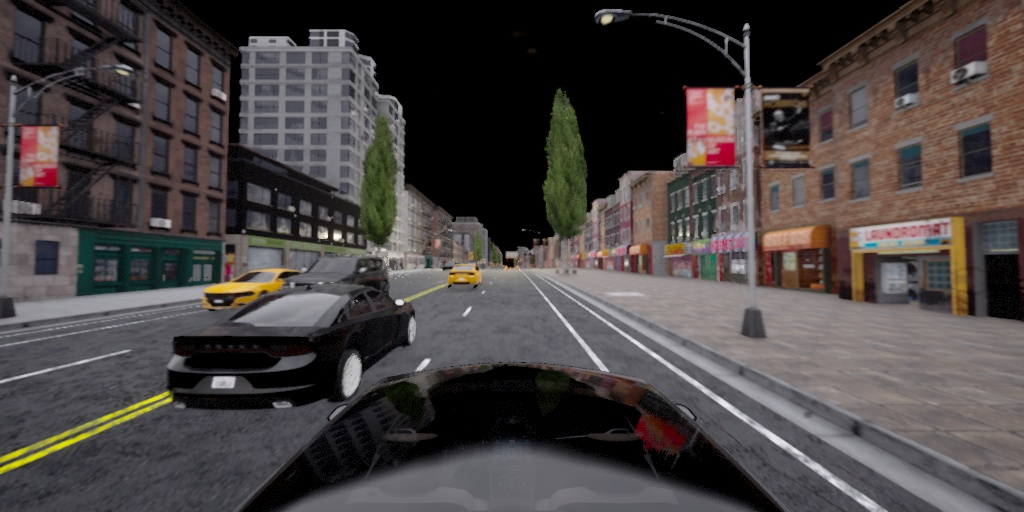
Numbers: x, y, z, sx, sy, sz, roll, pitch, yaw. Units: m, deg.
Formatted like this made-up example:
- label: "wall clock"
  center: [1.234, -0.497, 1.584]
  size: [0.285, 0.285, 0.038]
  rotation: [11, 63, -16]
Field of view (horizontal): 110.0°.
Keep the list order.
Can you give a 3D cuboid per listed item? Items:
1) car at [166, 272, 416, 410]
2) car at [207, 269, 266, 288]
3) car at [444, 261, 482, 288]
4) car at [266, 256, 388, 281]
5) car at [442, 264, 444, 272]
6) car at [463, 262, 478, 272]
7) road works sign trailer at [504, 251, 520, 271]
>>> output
- label: "car"
  center: [-3.151, 1.233, 6.395]
  size: [1.882, 1.535, 5.008]
  rotation: [0, 0, 0]
- label: "car"
  center: [-9.847, 1.254, 14.538]
  size: [1.882, 1.535, 5.008]
  rotation: [0, 0, 0]
- label: "car"
  center: [-3.150, 1.313, 24.759]
  size: [1.882, 1.535, 5.008]
  rotation: [0, 0, 0]
- label: "car"
  center: [-6.598, 0.996, 14.101]
  size: [2.150, 2.045, 5.566]
  rotation: [0, 0, 0]
- label: "car"
  center: [-9.793, 1.590, 57.123]
  size: [2.097, 1.767, 4.553]
  rotation: [0, -1, 0]
- label: "car"
  center: [-6.543, 1.717, 57.161]
  size: [1.882, 1.535, 5.008]
  rotation: [0, -1, 1]
- label: "road works sign trailer"
  center: [0.005, 0.832, 64.430]
  size: [2.380, 3.560, 2.880]
  rotation: [0, 0, 0]
